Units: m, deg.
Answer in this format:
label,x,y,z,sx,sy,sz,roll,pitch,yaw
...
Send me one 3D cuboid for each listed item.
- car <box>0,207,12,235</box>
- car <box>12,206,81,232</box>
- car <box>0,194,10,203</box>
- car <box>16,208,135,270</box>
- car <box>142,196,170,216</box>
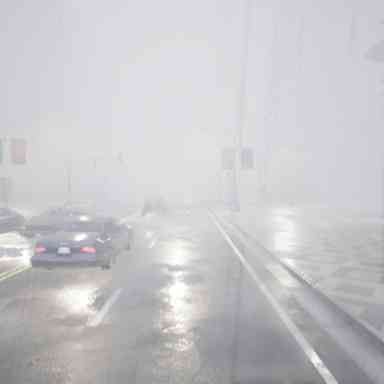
label,x,y,z,sx,sy,sz,roll,pitch,yaw
car,-9.762,1.431,15.988,1.994,1.385,4.181,0,0,0
car,-6.504,1.408,16.750,2.033,1.411,5.357,0,0,0
car,-30.545,0.973,51.592,4.313,1.339,1.947,0,1,0
car,-3.149,1.458,10.683,2.033,1.411,5.357,0,0,0
car,-3.157,1.111,29.645,2.097,1.767,4.553,0,1,0
